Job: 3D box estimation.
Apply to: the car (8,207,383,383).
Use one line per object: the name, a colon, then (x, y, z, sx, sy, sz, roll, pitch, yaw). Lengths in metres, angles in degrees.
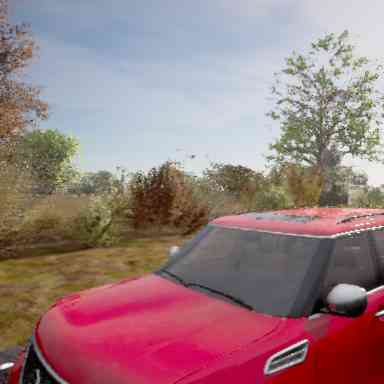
car: (1.103, 1.242, 3.764, 5.566, 2.045, 2.150, 0, 0, -37)
